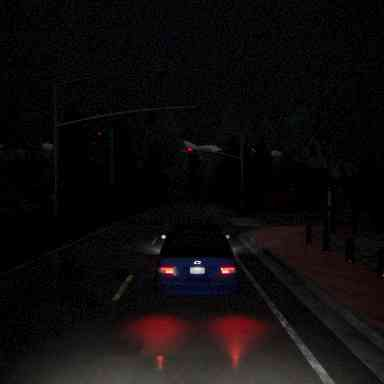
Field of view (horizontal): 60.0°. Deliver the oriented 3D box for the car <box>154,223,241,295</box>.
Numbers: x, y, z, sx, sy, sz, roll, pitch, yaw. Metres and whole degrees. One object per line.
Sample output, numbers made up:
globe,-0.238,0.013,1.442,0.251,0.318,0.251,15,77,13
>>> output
car,0.102,1.547,8.860,2.033,1.411,5.357,0,0,0
